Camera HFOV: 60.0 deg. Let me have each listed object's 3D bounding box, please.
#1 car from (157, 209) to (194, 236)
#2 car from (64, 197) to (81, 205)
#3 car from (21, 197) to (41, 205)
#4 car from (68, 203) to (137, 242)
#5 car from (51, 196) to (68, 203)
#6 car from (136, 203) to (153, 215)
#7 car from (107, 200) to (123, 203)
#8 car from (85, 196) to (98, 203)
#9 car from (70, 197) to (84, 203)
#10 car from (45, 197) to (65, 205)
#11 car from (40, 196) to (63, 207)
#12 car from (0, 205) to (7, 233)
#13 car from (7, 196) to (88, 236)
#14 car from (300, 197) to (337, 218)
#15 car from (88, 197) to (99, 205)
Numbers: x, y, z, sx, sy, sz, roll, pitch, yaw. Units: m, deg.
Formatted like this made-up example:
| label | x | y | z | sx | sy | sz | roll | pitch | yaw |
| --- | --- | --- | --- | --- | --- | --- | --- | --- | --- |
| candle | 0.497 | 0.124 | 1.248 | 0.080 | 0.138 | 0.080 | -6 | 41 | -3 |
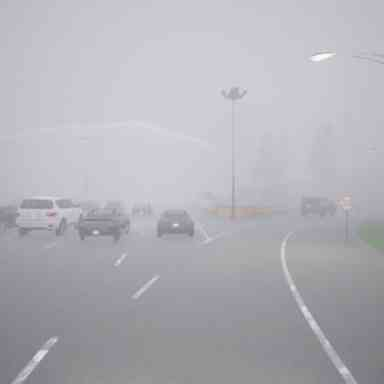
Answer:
| label | x | y | z | sx | sy | sz | roll | pitch | yaw |
| --- | --- | --- | --- | --- | --- | --- | --- | --- | --- |
| car | -0.924 | 1.675 | 19.072 | 1.994 | 1.385 | 4.181 | 0 | 0 | -3 |
| car | -24.324 | 1.761 | 67.715 | 1.837 | 1.490 | 4.892 | 0 | 0 | -3 |
| car | -31.191 | 1.753 | 64.712 | 1.994 | 1.385 | 4.181 | 0 | 0 | -3 |
| car | -4.330 | 1.570 | 16.993 | 2.128 | 1.511 | 4.902 | 0 | 0 | -3 |
| car | -31.916 | 1.813 | 80.207 | 2.128 | 1.511 | 4.902 | 0 | 0 | -3 |
| car | -5.210 | 1.786 | 35.769 | 1.895 | 1.301 | 4.718 | 0 | 0 | -3 |
| car | -8.841 | 1.686 | 38.529 | 1.837 | 1.490 | 4.892 | 0 | 0 | -3 |
| car | -25.043 | 1.863 | 83.072 | 1.812 | 1.442 | 4.674 | 0 | 0 | -3 |
| car | -28.518 | 1.910 | 82.461 | 1.895 | 1.301 | 4.718 | 0 | 0 | -3 |
| car | -27.823 | 1.779 | 67.619 | 2.033 | 1.411 | 5.357 | 0 | 0 | -3 |
| car | -23.805 | 1.548 | 56.618 | 2.097 | 1.767 | 4.553 | 0 | 0 | -3 |
| car | -11.471 | 1.528 | 19.840 | 1.882 | 1.535 | 5.008 | 0 | 0 | -3 |
| car | -7.928 | 1.290 | 19.030 | 2.150 | 2.045 | 5.566 | 0 | 0 | -3 |
| car | 13.114 | 1.512 | 34.351 | 2.150 | 2.045 | 5.566 | -1 | -1 | 41 |
| car | -12.415 | 1.644 | 40.006 | 1.882 | 1.535 | 5.008 | 0 | 0 | -3 |
